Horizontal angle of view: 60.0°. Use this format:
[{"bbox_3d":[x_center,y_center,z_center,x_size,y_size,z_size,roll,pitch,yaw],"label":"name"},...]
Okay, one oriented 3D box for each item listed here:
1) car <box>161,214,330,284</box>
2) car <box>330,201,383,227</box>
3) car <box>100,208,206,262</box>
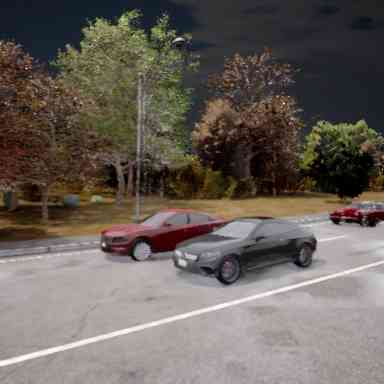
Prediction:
[{"bbox_3d":[1.675,1.448,9.458,4.674,1.442,1.812,-1,1,-35],"label":"car"},{"bbox_3d":[10.197,1.237,19.734,4.718,1.301,1.895,-2,2,-35],"label":"car"},{"bbox_3d":[-0.766,1.384,12.016,5.008,1.535,1.882,0,1,-35],"label":"car"}]
